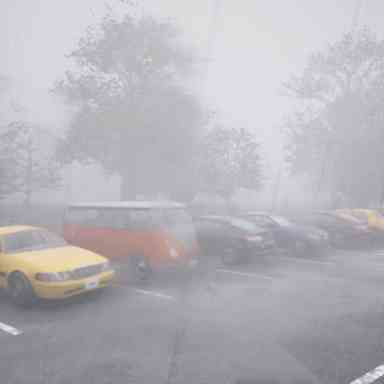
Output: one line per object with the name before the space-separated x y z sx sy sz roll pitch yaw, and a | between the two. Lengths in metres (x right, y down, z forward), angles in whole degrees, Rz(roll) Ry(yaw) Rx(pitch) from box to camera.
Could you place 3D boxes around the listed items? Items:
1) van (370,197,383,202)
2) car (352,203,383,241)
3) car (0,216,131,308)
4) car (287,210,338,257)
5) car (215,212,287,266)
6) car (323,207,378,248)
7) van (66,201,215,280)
van | 12.695 1.291 19.946 4.442 1.987 1.878 -1 -1 36
car | 7.712 1.512 16.672 5.366 1.575 1.946 -1 -1 36
car | -4.155 1.481 8.016 5.366 1.575 1.946 -1 -1 35
car | 2.993 1.543 13.199 4.674 1.452 2.002 0 -1 36
car | 0.554 1.537 11.532 4.674 1.452 2.002 -1 -1 35
car | 5.414 1.548 14.881 4.674 1.452 2.002 -1 -1 35
van | -1.785 1.264 9.771 4.442 1.987 1.878 -1 -1 35
